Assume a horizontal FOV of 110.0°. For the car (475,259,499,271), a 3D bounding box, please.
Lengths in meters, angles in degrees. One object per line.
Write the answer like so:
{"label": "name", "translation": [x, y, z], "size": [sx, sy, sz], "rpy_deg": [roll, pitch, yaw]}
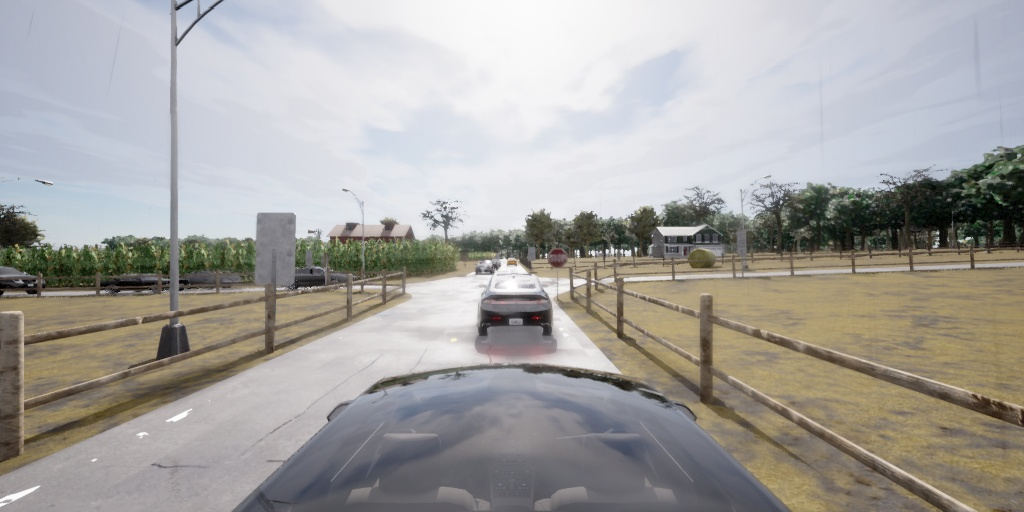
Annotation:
{"label": "car", "translation": [-2.949, 1.221, 39.978], "size": [2.128, 1.511, 4.902], "rpy_deg": [0, 0, 1]}

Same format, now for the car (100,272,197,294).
{"label": "car", "translation": [-24.951, 1.868, 24.538], "size": [4.718, 1.301, 1.895], "rpy_deg": [-1, -2, 0]}

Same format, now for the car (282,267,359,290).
{"label": "car", "translation": [-13.007, 1.509, 24.420], "size": [4.892, 1.490, 1.837], "rpy_deg": [-2, -2, 2]}

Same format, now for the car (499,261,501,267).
{"label": "car", "translation": [-2.911, 1.317, 51.140], "size": [1.895, 1.301, 4.718], "rpy_deg": [0, 0, 0]}

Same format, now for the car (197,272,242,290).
{"label": "car", "translation": [-23.828, 1.899, 27.444], "size": [5.357, 1.411, 2.033], "rpy_deg": [-1, -2, 0]}

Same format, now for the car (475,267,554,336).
{"label": "car", "translation": [0.057, 1.245, 10.380], "size": [2.128, 1.511, 4.902], "rpy_deg": [0, 0, -1]}

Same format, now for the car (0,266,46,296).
{"label": "car", "translation": [-35.684, 1.706, 24.539], "size": [5.566, 2.045, 2.150], "rpy_deg": [-1, -2, 0]}
